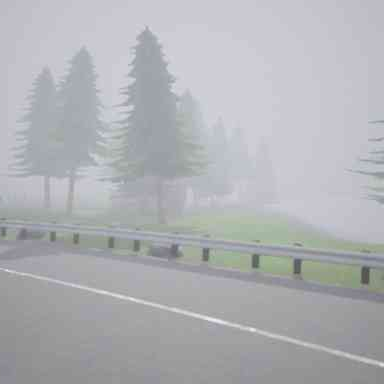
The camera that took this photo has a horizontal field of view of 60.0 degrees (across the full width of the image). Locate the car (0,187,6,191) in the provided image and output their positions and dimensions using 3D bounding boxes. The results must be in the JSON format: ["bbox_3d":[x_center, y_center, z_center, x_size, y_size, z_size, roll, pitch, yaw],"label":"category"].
[{"bbox_3d":[-48.219,-0.316,82.422,2.150,2.045,5.566,1,1,-7],"label":"car"}]
